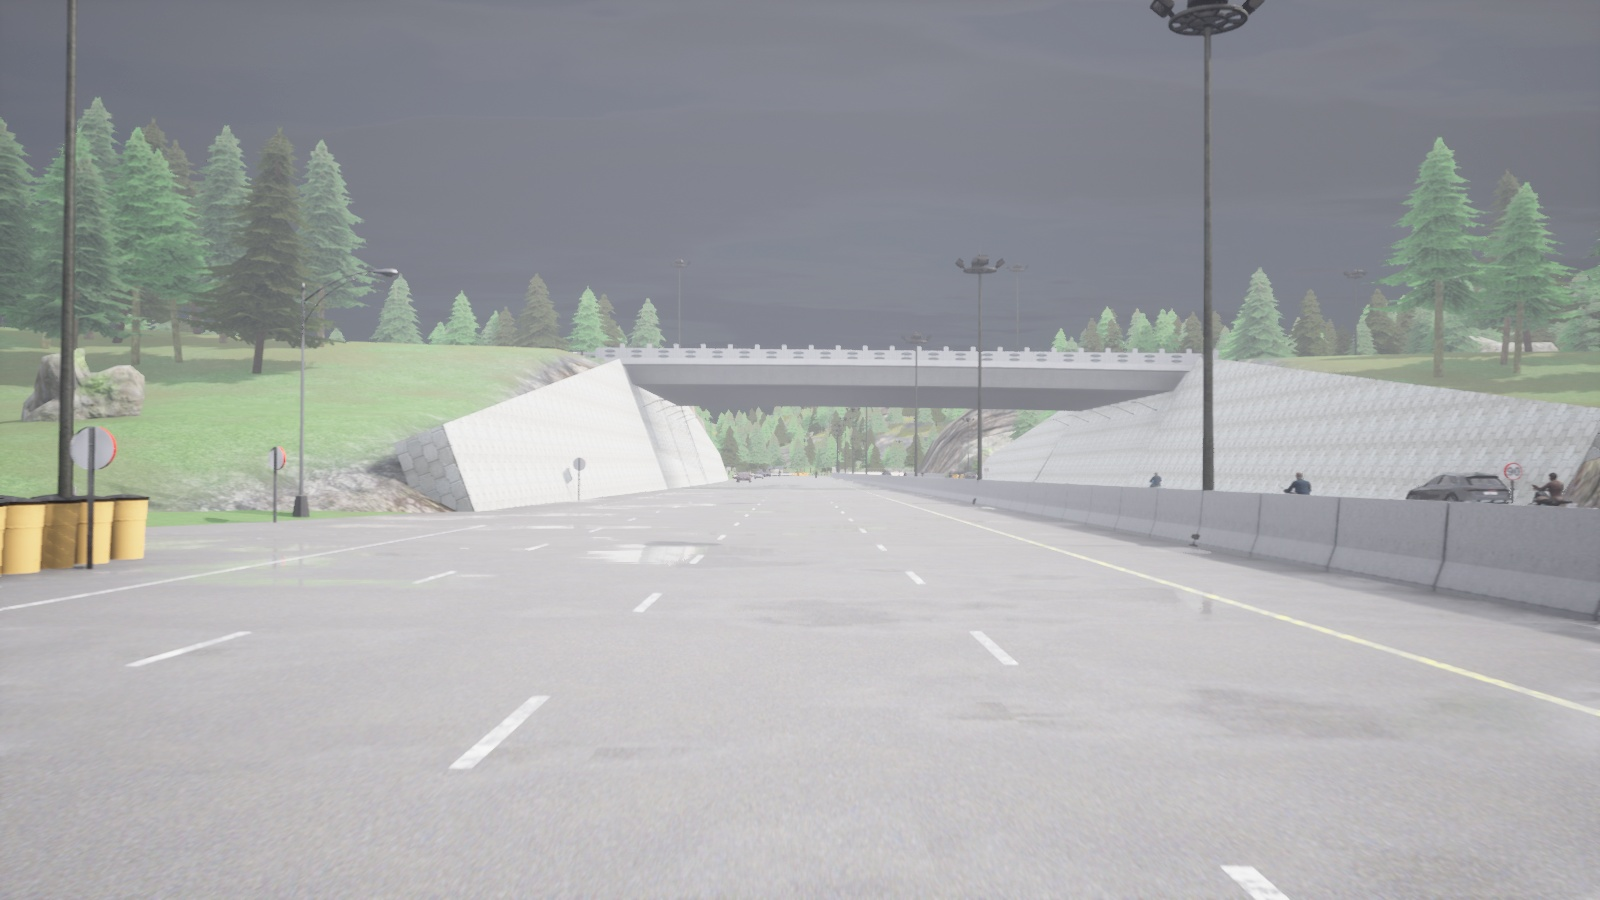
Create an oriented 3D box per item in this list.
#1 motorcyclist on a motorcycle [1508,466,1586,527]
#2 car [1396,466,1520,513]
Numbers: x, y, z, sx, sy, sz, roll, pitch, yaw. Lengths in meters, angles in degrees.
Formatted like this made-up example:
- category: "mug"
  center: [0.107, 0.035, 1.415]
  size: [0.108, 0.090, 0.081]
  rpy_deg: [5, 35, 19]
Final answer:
- category: "motorcyclist on a motorcycle"
  center: [20.914, 1.271, 35.209]
  size: [0.766, 1.649, 2.350]
  rpy_deg: [0, -1, 0]
- category: "car"
  center: [24.386, 1.431, 46.782]
  size: [2.033, 1.649, 4.856]
  rpy_deg: [0, -1, 0]
